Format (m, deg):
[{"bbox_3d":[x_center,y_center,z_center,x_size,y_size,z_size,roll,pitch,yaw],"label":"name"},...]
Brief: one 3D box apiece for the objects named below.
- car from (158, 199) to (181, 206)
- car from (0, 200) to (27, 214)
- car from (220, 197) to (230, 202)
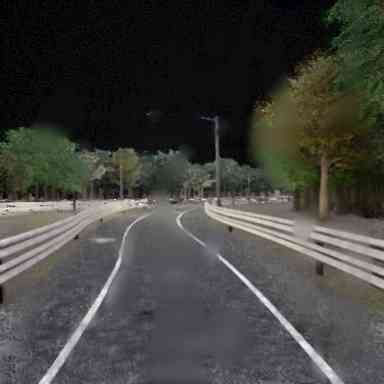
[{"bbox_3d":[-4.220,1.891,62.424,1.895,1.301,4.718,-1,-1,36],"label":"car"},{"bbox_3d":[-21.582,1.720,38.349,1.837,1.490,4.892,-1,-1,36],"label":"car"},{"bbox_3d":[7.348,1.966,78.464,1.837,1.490,4.892,-1,-1,36],"label":"car"}]
